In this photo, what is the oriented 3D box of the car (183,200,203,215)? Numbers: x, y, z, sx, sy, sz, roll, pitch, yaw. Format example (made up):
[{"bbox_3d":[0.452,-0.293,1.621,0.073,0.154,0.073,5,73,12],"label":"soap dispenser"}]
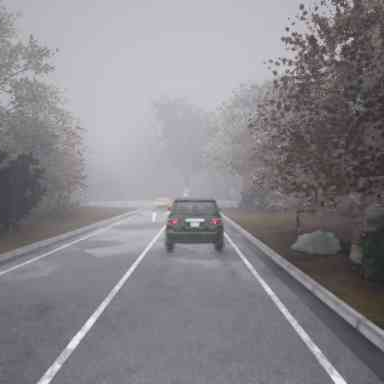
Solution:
[{"bbox_3d":[0.099,1.588,34.308,1.895,1.301,4.718,0,0,0],"label":"car"}]

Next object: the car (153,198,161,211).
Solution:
[{"bbox_3d":[-3.517,1.463,39.776,1.882,1.535,5.008,0,0,0],"label":"car"}]

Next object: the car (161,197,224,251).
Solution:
[{"bbox_3d":[0.100,1.216,14.160,2.150,2.045,5.566,0,0,0],"label":"car"}]
